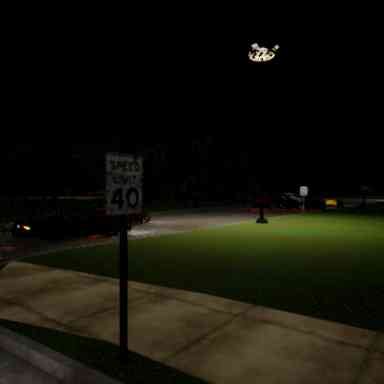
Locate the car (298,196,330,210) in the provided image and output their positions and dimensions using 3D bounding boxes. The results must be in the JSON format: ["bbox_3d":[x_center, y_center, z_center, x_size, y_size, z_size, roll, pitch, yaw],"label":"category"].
[{"bbox_3d":[16.199,1.472,43.898,1.882,1.535,5.008,0,0,38],"label":"car"}]

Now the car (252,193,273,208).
[{"bbox_3d":[10.738,1.212,48.275,2.150,2.045,5.566,0,0,37],"label":"car"}]

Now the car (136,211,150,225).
[{"bbox_3d":[-4.844,1.518,22.087,1.812,1.442,4.674,0,0,38],"label":"car"}]

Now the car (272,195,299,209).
[{"bbox_3d":[13.236,1.498,45.791,1.837,1.490,4.892,0,0,38],"label":"car"}]

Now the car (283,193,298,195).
[{"bbox_3d":[17.118,1.212,56.732,2.150,2.045,5.566,0,0,37],"label":"car"}]

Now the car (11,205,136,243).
[{"bbox_3d":[-5.655,1.541,16.105,5.357,1.411,2.033,0,0,-43],"label":"car"}]

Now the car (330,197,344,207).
[{"bbox_3d":[22.186,1.472,51.833,1.882,1.535,5.008,0,0,37],"label":"car"}]
